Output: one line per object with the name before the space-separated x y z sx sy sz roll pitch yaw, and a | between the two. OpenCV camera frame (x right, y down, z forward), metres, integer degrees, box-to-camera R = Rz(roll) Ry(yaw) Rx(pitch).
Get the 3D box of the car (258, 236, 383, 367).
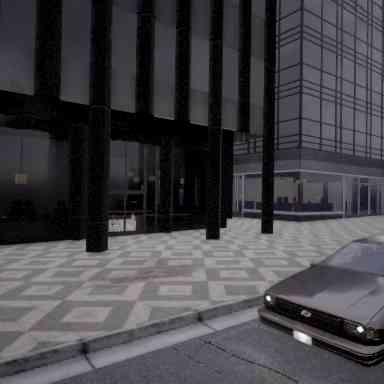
car | 3.637 1.549 5.971 5.357 1.411 2.033 0 0 -35
